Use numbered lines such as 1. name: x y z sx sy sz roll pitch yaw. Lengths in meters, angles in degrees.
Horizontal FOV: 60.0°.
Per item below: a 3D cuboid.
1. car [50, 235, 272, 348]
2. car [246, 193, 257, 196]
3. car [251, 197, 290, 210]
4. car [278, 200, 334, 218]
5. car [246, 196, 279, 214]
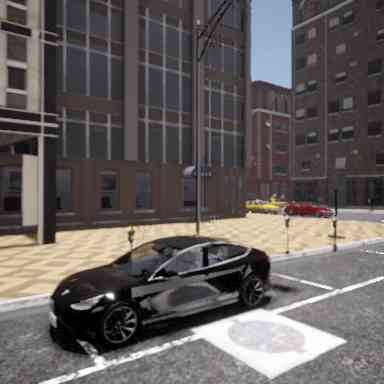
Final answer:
1. car: -0.334 1.559 6.318 4.313 1.339 1.947 0 0 -36
2. car: 6.185 1.108 37.388 2.150 2.045 5.566 0 0 -36
3. car: 9.857 1.426 42.204 1.752 1.417 4.829 0 0 -36
4. car: 9.746 1.480 27.978 1.802 1.307 4.206 0 0 -36
5. car: 6.546 1.413 32.442 1.752 1.417 4.829 0 0 -36
